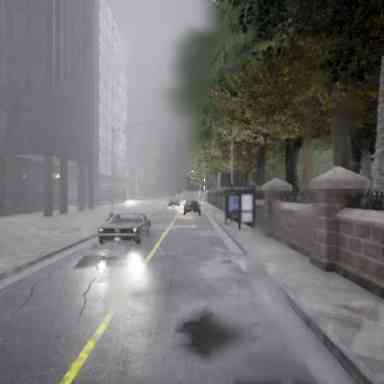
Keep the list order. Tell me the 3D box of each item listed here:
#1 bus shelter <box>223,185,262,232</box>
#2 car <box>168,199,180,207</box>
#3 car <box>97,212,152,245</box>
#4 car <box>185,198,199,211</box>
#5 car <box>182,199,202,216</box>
[{"bbox_3d":[3.120,0.983,21.329,1.920,2.740,3.880,0,0,0],"label":"bus shelter"},{"bbox_3d":[-3.080,1.852,57.618,2.033,1.411,5.357,0,0,1],"label":"car"},{"bbox_3d":[-3.114,1.680,16.107,1.895,1.301,4.718,0,0,0],"label":"car"},{"bbox_3d":[-0.014,1.731,47.313,1.882,1.535,5.008,0,0,0],"label":"car"},{"bbox_3d":[0.030,1.692,35.625,1.837,1.490,4.892,0,0,1],"label":"car"}]
